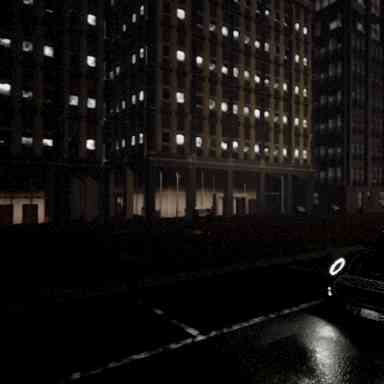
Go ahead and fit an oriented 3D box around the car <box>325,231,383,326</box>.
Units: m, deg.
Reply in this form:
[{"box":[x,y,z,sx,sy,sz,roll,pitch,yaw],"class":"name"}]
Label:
[{"box":[4.726,1.418,6.698,4.553,1.767,2.097,1,0,-35],"class":"car"}]
